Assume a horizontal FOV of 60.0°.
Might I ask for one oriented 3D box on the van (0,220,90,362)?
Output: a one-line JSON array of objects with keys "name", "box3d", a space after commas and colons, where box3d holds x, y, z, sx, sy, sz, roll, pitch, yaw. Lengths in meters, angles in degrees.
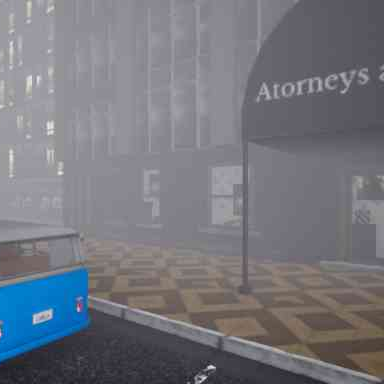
[{"name": "van", "box3d": [-3.396, 1.341, 5.281, 3.998, 1.788, 1.690, 0, 0, 35]}]
